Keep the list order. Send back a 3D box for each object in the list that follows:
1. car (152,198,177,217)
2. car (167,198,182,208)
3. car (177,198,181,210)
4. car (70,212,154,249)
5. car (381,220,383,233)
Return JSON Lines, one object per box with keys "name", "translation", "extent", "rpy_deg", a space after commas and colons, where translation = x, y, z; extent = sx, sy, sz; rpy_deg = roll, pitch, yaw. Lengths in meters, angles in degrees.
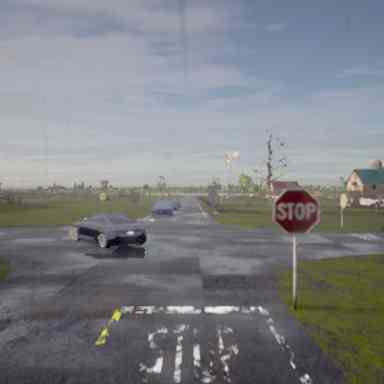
{"name": "car", "translation": [-2.841, 1.626, 33.223], "extent": [1.882, 1.535, 5.008], "rpy_deg": [0, 0, 0]}
{"name": "car", "translation": [-2.849, 1.735, 54.302], "extent": [2.128, 1.511, 4.902], "rpy_deg": [0, 0, 0]}
{"name": "car", "translation": [-2.855, 1.757, 43.157], "extent": [1.994, 1.385, 4.181], "rpy_deg": [0, 0, 0]}
{"name": "car", "translation": [-3.892, 1.621, 15.123], "extent": [1.994, 1.385, 4.181], "rpy_deg": [1, 1, -43]}
{"name": "car", "translation": [12.996, 1.738, 18.083], "extent": [5.008, 1.535, 1.882], "rpy_deg": [1, 1, 0]}
